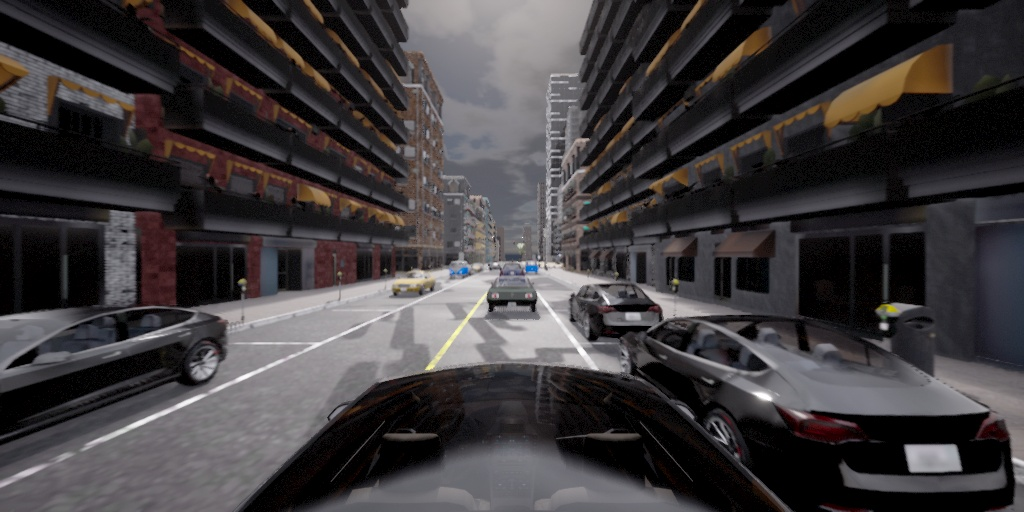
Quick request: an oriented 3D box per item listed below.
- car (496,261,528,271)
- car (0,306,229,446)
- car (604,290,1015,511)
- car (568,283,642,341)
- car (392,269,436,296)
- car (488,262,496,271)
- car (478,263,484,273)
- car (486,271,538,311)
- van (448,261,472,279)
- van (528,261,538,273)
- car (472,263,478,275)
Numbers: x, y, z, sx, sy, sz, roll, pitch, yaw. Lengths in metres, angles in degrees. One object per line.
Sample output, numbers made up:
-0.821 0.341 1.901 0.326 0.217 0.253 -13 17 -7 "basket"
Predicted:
0.032 1.380 30.265 2.097 1.767 4.553 0 -1 0 "car"
-5.690 1.342 4.389 1.948 1.339 4.313 0 0 0 "car"
2.690 1.341 4.353 1.948 1.339 4.313 0 0 0 "car"
2.692 1.396 10.016 1.948 1.339 4.313 0 0 0 "car"
-5.684 1.467 21.210 1.751 1.417 4.829 0 0 0 "car"
-2.997 1.914 62.415 1.994 1.385 4.181 0 -1 1 "car"
-5.672 1.803 55.191 1.751 1.417 4.829 0 0 0 "car"
0.022 1.481 15.094 1.895 1.301 4.718 0 -1 0 "car"
-5.678 1.450 38.371 1.690 1.789 3.998 0 0 0 "van"
2.707 1.561 49.659 1.690 1.789 3.998 0 0 0 "van"
-5.676 1.715 44.034 2.007 1.370 4.403 0 0 0 "car"
